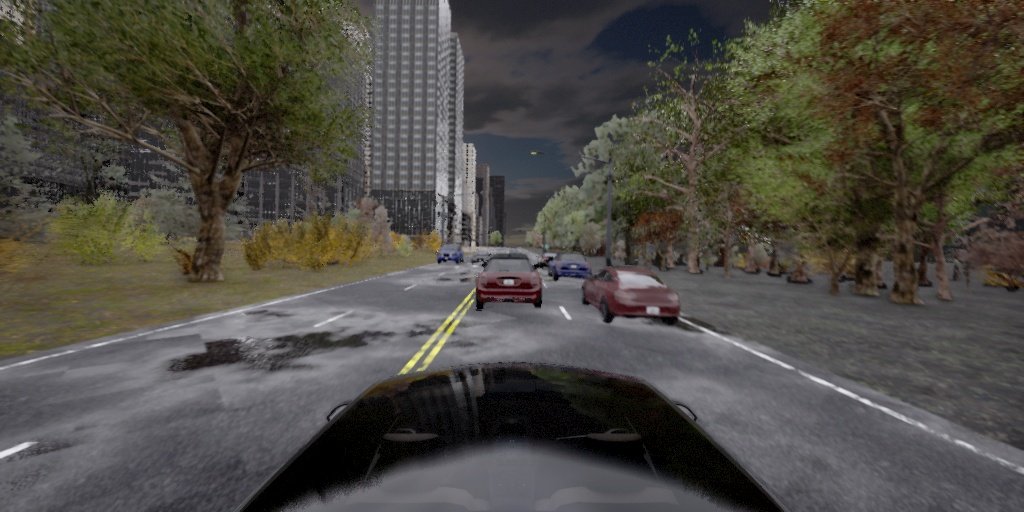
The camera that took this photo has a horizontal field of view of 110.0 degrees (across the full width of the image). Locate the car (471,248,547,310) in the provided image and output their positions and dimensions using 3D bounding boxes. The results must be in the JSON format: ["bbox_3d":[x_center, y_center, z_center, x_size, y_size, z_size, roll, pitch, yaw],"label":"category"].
[{"bbox_3d":[-0.060,0.686,12.905,2.097,1.767,4.553,1,3,1],"label":"car"}]

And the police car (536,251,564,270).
[{"bbox_3d":[3.385,0.375,32.673,2.038,1.542,4.974,1,1,0],"label":"police car"}]

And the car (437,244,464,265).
[{"bbox_3d":[-6.419,-0.211,37.950,2.150,2.045,5.566,1,2,0],"label":"car"}]

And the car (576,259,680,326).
[{"bbox_3d":[3.308,1.032,10.666,1.812,1.442,4.674,2,2,0],"label":"car"}]

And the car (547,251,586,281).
[{"bbox_3d":[3.365,0.520,21.633,2.097,1.767,4.553,2,2,0],"label":"car"}]
